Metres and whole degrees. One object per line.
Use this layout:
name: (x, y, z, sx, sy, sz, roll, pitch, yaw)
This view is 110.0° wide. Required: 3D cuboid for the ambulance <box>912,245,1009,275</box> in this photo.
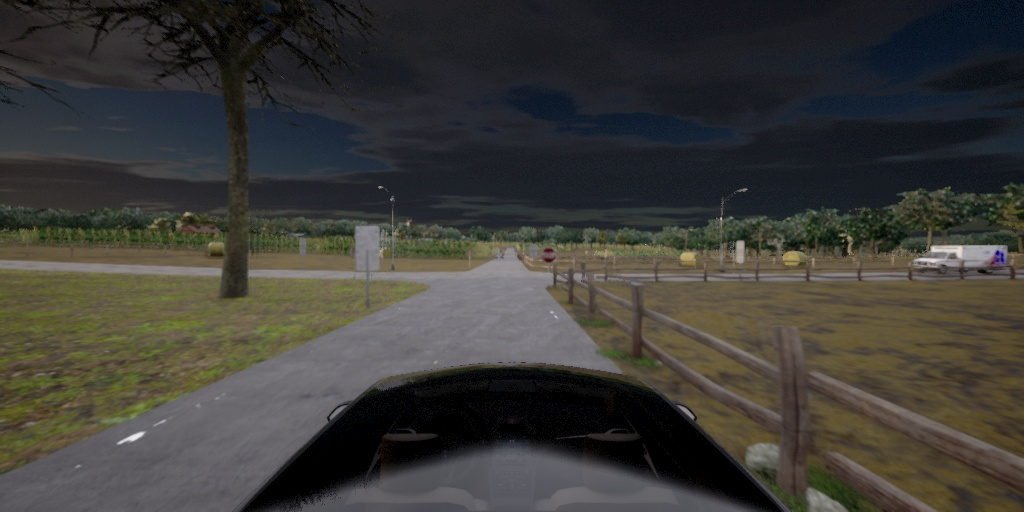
ambulance: (39.355, 0.313, 31.701, 6.366, 2.431, 2.351, -1, 2, 0)
